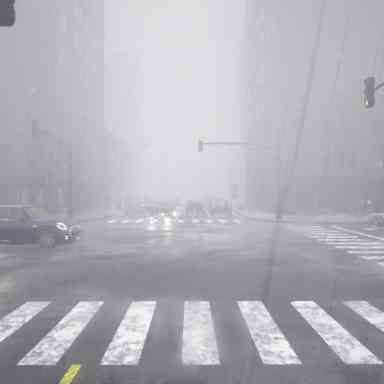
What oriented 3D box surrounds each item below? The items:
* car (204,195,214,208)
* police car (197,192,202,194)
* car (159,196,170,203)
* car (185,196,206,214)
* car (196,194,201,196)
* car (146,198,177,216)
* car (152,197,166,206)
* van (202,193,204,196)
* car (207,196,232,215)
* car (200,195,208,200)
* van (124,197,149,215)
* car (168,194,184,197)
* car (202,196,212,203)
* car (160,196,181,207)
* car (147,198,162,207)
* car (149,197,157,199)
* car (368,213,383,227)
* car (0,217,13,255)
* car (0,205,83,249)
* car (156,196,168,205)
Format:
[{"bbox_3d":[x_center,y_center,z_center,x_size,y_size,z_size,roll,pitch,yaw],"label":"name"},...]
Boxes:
[{"bbox_3d":[2.899,1.443,44.686,1.967,1.590,4.097,0,0,0],"label":"car"},{"bbox_3d":[2.781,1.420,79.454,1.930,1.638,5.238,0,0,0],"label":"police car"},{"bbox_3d":[-5.507,1.566,67.400,1.947,1.339,4.313,0,0,0],"label":"car"},{"bbox_3d":[0.283,1.507,35.483,1.837,1.490,4.892,0,0,0],"label":"car"},{"bbox_3d":[0.440,1.548,63.790,2.033,1.411,5.357,0,0,0],"label":"car"},{"bbox_3d":[-2.929,1.602,33.164,1.895,1.301,4.718,0,0,3],"label":"car"},{"bbox_3d":[-5.567,1.568,56.063,1.947,1.339,4.313,0,0,0],"label":"car"},{"bbox_3d":[2.958,1.343,56.024,1.690,1.788,3.998,0,0,0],"label":"van"},{"bbox_3d":[2.839,1.442,33.348,1.967,1.590,4.097,0,0,0],"label":"car"},{"bbox_3d":[3.138,1.557,90.040,1.947,1.339,4.313,0,0,0],"label":"car"},{"bbox_3d":[-5.687,1.343,33.390,1.690,1.788,3.998,0,0,0],"label":"van"},{"bbox_3d":[-2.811,1.550,53.837,2.033,1.411,5.357,0,0,1],"label":"car"},{"bbox_3d":[3.019,1.551,67.363,2.008,1.369,4.403,0,0,0],"label":"car"},{"bbox_3d":[-2.875,1.603,43.147,1.895,1.301,4.718,0,0,1],"label":"car"},{"bbox_3d":[-5.597,1.585,50.395,1.802,1.307,4.206,0,0,0],"label":"car"},{"bbox_3d":[-5.657,1.442,39.059,1.967,1.590,4.097,0,0,0],"label":"car"},{"bbox_3d":[13.642,1.615,20.676,4.718,1.301,1.895,0,0,0],"label":"car"},{"bbox_3d":[-7.780,1.520,9.447,4.674,1.442,1.812,0,0,16],"label":"car"},{"bbox_3d":[-6.999,1.342,13.877,4.553,1.767,2.097,0,0,0],"label":"car"},{"bbox_3d":[-5.538,1.527,61.561,1.752,1.417,4.829,0,0,0],"label":"car"}]
